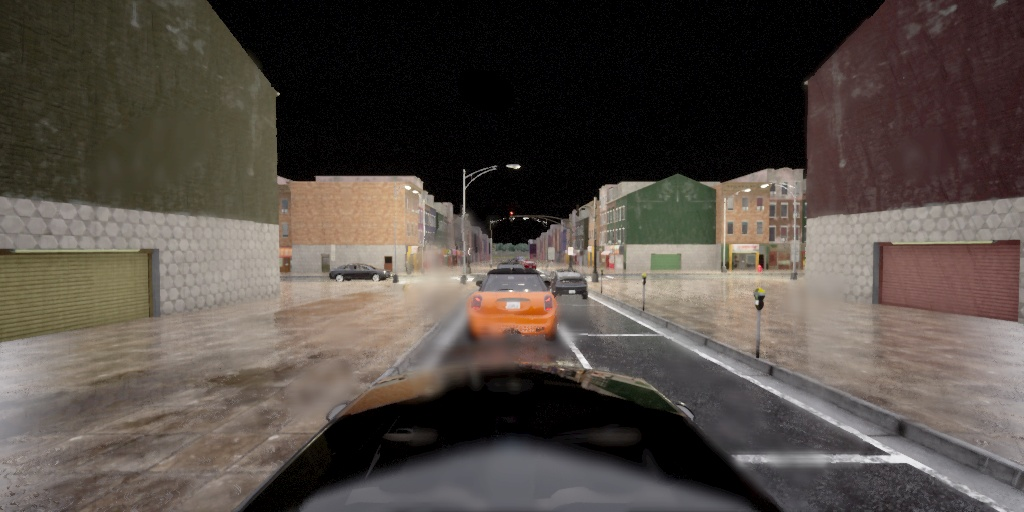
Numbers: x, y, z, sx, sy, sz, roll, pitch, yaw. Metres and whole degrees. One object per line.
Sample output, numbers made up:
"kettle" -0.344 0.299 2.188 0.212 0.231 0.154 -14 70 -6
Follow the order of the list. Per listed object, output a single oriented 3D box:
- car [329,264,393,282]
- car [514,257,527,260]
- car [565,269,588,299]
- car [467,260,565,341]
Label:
"car" -12.336 1.366 29.421 4.892 1.490 1.837 0 1 -2
"car" -0.064 1.099 19.864 2.097 1.767 4.553 0 0 0
"car" 2.581 1.297 17.546 2.007 1.370 4.403 0 0 0
"car" 0.037 1.100 9.973 2.097 1.767 4.553 0 0 0
